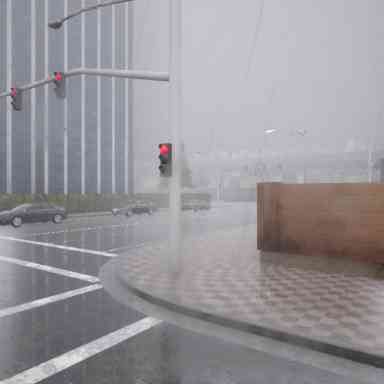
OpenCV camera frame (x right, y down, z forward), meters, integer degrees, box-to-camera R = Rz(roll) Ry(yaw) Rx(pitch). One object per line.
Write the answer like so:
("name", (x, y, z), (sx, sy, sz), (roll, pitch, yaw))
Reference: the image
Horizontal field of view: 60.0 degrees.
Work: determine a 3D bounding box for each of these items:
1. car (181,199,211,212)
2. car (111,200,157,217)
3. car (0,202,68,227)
("car", (0.465, 1.564, 39.084), (1.994, 1.385, 4.181), (0, 0, 35))
("car", (-5.313, 1.492, 30.980), (2.128, 1.511, 4.902), (0, 0, 35))
("car", (-11.024, 1.505, 22.952), (1.837, 1.490, 4.892), (0, 0, 35))
